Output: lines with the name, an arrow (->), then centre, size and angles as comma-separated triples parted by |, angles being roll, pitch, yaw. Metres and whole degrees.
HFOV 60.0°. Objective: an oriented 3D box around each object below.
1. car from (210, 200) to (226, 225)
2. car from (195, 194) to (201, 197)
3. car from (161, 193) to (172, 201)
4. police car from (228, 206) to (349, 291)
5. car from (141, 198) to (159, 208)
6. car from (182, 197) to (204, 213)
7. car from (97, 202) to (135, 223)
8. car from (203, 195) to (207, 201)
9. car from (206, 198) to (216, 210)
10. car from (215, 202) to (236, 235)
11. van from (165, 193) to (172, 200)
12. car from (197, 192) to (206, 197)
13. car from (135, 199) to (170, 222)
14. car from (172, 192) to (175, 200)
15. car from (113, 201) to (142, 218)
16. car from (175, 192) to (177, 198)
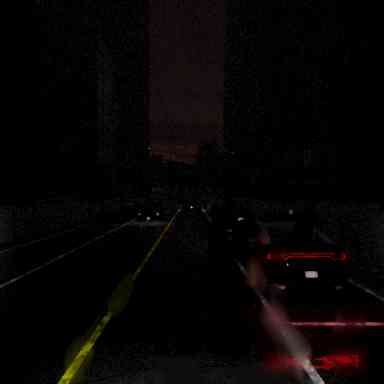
car -> 2.698, 1.542, 25.715 | 1.947, 1.339, 4.313 | -1, 0, 0
car -> -0.054, 1.439, 46.435 | 1.837, 1.490, 4.892 | 0, 0, 1
car -> -5.927, 1.433, 73.480 | 1.802, 1.307, 4.206 | -1, 0, 0
police car -> 2.347, 1.419, 9.129 | 1.930, 1.638, 5.238 | 0, 0, 0
car -> -5.871, 1.500, 46.510 | 1.947, 1.339, 4.313 | -1, 0, 0
car -> -0.022, 1.522, 35.603 | 1.994, 1.385, 4.181 | 0, 0, 1
car -> -5.826, 1.521, 24.998 | 1.887, 1.381, 4.507 | -1, 0, 0
car -> 2.665, 1.472, 41.493 | 1.752, 1.417, 4.829 | -1, 0, 0
car -> 2.687, 1.519, 30.917 | 2.008, 1.369, 4.403 | -1, 0, 0
car -> 2.709, 1.549, 20.512 | 1.947, 1.339, 4.313 | -1, 0, 0
van -> -5.954, 1.147, 84.839 | 1.690, 1.788, 3.998 | -1, 0, 0
car -> 2.597, 1.376, 73.676 | 1.752, 1.417, 4.829 | -1, 0, 0
car -> -3.157, 1.521, 26.692 | 2.033, 1.411, 5.357 | 0, 0, 0
car -> -5.942, 1.144, 79.159 | 2.192, 1.841, 5.009 | -1, 0, 0
car -> -5.837, 1.550, 30.375 | 1.802, 1.307, 4.206 | -1, 0, 0
car -> -5.966, 1.095, 90.519 | 2.192, 1.841, 5.009 | -1, 0, 0
